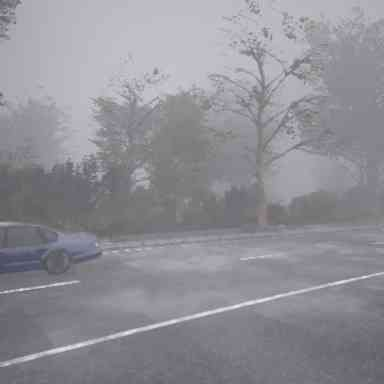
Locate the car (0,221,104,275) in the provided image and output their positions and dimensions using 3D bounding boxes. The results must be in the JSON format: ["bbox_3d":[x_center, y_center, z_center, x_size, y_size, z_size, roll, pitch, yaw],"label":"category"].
[{"bbox_3d":[-5.150,1.517,8.814,5.357,1.411,2.033,0,0,-35],"label":"car"}]
